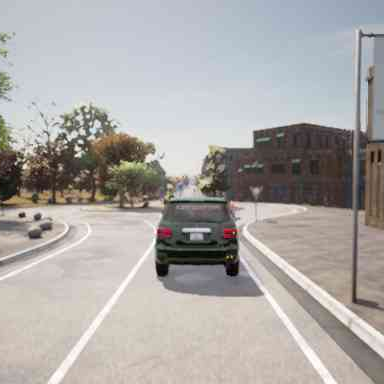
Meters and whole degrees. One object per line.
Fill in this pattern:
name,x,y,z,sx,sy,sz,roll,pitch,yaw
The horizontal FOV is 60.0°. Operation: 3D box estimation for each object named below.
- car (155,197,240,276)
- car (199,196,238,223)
car,0.184,1.177,10.375,2.150,2.045,5.566,0,-1,2
car,2.225,1.264,26.293,2.097,1.767,4.553,1,1,18
